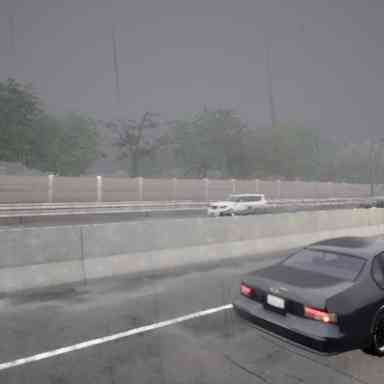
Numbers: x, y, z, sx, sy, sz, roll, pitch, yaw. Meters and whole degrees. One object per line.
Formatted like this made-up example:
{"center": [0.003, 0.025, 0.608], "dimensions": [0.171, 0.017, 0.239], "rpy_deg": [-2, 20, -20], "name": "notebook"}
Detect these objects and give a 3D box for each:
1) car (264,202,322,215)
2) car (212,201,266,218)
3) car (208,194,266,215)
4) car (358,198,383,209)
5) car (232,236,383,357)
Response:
{"center": [7.080, 1.550, 21.886], "dimensions": [4.181, 1.385, 1.994], "rpy_deg": [0, 0, -35], "name": "car"}
{"center": [4.043, 1.587, 24.029], "dimensions": [4.718, 1.301, 1.895], "rpy_deg": [0, 0, -35], "name": "car"}
{"center": [4.015, 1.206, 28.295], "dimensions": [5.566, 2.045, 2.150], "rpy_deg": [0, 0, -35], "name": "car"}
{"center": [22.703, 1.448, 41.396], "dimensions": [5.008, 1.535, 1.882], "rpy_deg": [0, 0, -34], "name": "car"}
{"center": [3.194, 1.543, 6.015], "dimensions": [5.357, 1.411, 2.033], "rpy_deg": [0, 0, -35], "name": "car"}
